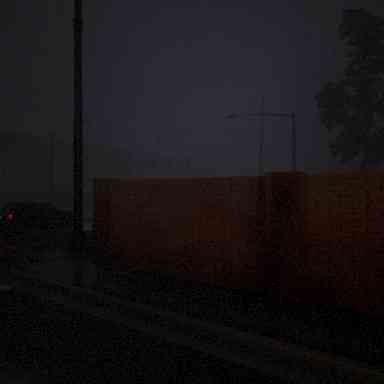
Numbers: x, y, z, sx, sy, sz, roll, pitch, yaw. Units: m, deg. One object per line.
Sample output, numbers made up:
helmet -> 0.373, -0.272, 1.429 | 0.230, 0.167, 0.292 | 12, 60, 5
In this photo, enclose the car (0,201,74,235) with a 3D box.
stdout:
car -> -8.705, 1.360, 19.178 | 2.097, 1.767, 4.553 | 0, 0, 37
